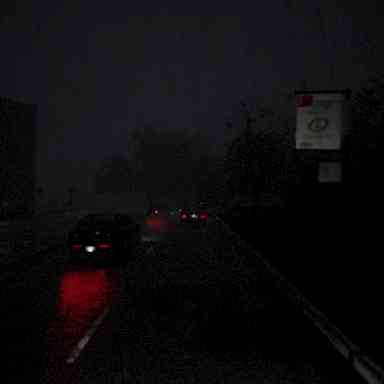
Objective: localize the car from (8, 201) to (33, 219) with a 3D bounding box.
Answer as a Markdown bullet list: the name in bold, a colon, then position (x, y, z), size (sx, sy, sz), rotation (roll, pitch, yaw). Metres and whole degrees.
- **car**: position (-15.602, 1.516, 28.924), size (2.002, 1.452, 4.674), rotation (-2, 0, 0)

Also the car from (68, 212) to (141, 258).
- **car**: position (-3.151, 1.511, 12.736), size (1.837, 1.490, 4.892), rotation (0, 0, 0)

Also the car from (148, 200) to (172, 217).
- **car**: position (-3.098, 1.519, 31.986), size (1.837, 1.490, 4.892), rotation (0, 0, 1)

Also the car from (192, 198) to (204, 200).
- **car**: position (0.754, 1.495, 40.623), size (2.128, 1.511, 4.902), rotation (-1, 0, 6)

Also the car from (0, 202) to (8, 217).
- **car**: position (-15.571, 1.501, 23.428), size (2.163, 1.488, 4.792), rotation (0, 0, 0)

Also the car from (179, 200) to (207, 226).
- **car**: position (0.093, 1.558, 23.254), size (2.033, 1.411, 5.357), rotation (0, 0, 0)
